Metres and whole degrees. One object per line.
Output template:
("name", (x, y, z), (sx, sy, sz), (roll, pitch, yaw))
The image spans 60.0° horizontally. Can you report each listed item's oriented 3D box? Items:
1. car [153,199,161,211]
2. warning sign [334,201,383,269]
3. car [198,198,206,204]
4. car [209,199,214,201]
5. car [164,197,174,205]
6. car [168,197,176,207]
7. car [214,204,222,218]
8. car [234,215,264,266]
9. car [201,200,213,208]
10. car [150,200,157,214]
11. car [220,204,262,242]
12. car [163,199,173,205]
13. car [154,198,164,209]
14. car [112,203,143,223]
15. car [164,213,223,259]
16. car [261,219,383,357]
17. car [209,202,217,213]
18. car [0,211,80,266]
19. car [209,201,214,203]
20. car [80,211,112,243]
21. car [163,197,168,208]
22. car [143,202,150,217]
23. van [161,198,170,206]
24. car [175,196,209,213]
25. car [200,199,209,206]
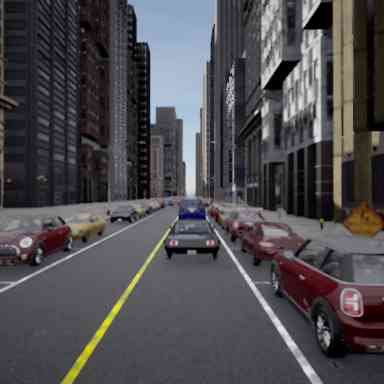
("car", (-5.765, 2.009, 45.462), (1.752, 1.417, 4.829), (0, -1, 0))
("warning sign", (5.070, 1.218, 9.832), (1.300, 1.860, 1.060), (0, 0, 0))
("car", (2.760, 2.439, 90.761), (1.967, 1.590, 4.097), (0, -1, 0))
("car", (2.760, 1.951, 40.170), (1.752, 1.417, 4.829), (0, -1, 0))
("car", (-5.765, 2.248, 85.117), (2.192, 1.841, 5.009), (0, -1, 0))
("car", (-3.012, 1.926, 65.278), (2.150, 2.045, 5.566), (0, -1, 0))
("car", (2.761, 1.769, 23.249), (1.752, 1.417, 4.829), (0, -1, 0))
("car", (2.761, 1.705, 11.798), (1.802, 1.307, 4.206), (0, -1, 0))
("car", (2.761, 2.224, 62.560), (2.008, 1.369, 4.403), (0, -1, 0))
("car", (-5.765, 1.989, 39.992), (1.947, 1.339, 4.313), (0, -1, 0))
("car", (2.760, 1.622, 17.440), (1.967, 1.590, 4.097), (0, -1, 0))
("car", (-5.765, 2.417, 79.474), (2.008, 1.369, 4.403), (0, -1, 0))
("car", (-5.764, 2.070, 51.103), (1.752, 1.417, 4.829), (0, -1, 0))
("car", (-5.764, 1.868, 28.711), (1.947, 1.339, 4.313), (0, -1, 0))
("car", (0.020, 1.739, 13.248), (1.895, 1.301, 4.718), (0, -1, 0))
("car", (2.760, 1.505, 6.160), (1.967, 1.590, 4.097), (0, -1, 0))
("car", (2.761, 1.847, 28.719), (1.887, 1.381, 4.507), (0, -1, 0))
("car", (-5.765, 1.563, 11.791), (1.967, 1.590, 4.097), (0, -1, 0))
("car", (2.761, 1.907, 34.360), (1.887, 1.381, 4.507), (0, -1, 0))
("car", (-5.765, 1.706, 17.260), (1.752, 1.417, 4.829), (0, -1, 0))
("car", (-5.765, 1.925, 56.916), (2.192, 1.841, 5.009), (0, -1, 0))
("car", (-5.764, 1.886, 34.182), (1.752, 1.417, 4.829), (0, -1, 0))
("van", (-5.765, 2.143, 73.837), (1.690, 1.788, 3.998), (0, -1, 0))
("car", (0.012, 1.514, 27.555), (2.150, 2.045, 5.566), (0, 0, 0))
("car", (2.761, 2.352, 73.840), (2.008, 1.369, 4.403), (0, -1, 0))
